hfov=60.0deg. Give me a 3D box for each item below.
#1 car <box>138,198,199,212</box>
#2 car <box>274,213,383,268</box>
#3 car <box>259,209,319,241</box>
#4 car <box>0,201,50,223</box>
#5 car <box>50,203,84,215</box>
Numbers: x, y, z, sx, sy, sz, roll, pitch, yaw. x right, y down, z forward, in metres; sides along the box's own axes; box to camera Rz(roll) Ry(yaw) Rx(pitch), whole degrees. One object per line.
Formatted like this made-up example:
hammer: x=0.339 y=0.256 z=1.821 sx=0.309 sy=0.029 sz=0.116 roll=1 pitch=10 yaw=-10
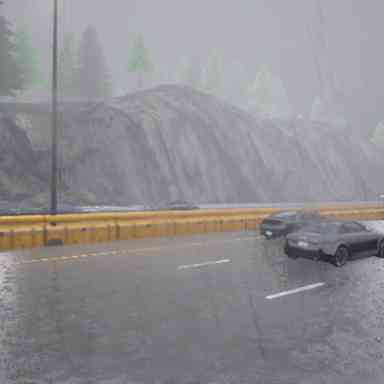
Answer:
car: x=-1.621 y=1.246 z=24.203 sx=4.892 sy=1.490 sz=1.837 roll=1 pitch=0 yaw=-35
car: x=5.157 y=1.644 z=11.719 sx=4.181 sy=1.385 sz=1.994 roll=1 pitch=0 yaw=-36
car: x=5.394 y=1.605 z=16.189 sx=4.892 sy=1.490 sz=1.837 roll=1 pitch=0 yaw=-36
car: x=-11.903 y=1.370 z=21.269 sx=4.553 sy=1.767 sz=2.097 roll=1 pitch=0 yaw=-35
car: x=-10.978 y=1.570 z=26.204 sx=4.674 sy=1.442 sz=1.812 roll=1 pitch=0 yaw=-35
